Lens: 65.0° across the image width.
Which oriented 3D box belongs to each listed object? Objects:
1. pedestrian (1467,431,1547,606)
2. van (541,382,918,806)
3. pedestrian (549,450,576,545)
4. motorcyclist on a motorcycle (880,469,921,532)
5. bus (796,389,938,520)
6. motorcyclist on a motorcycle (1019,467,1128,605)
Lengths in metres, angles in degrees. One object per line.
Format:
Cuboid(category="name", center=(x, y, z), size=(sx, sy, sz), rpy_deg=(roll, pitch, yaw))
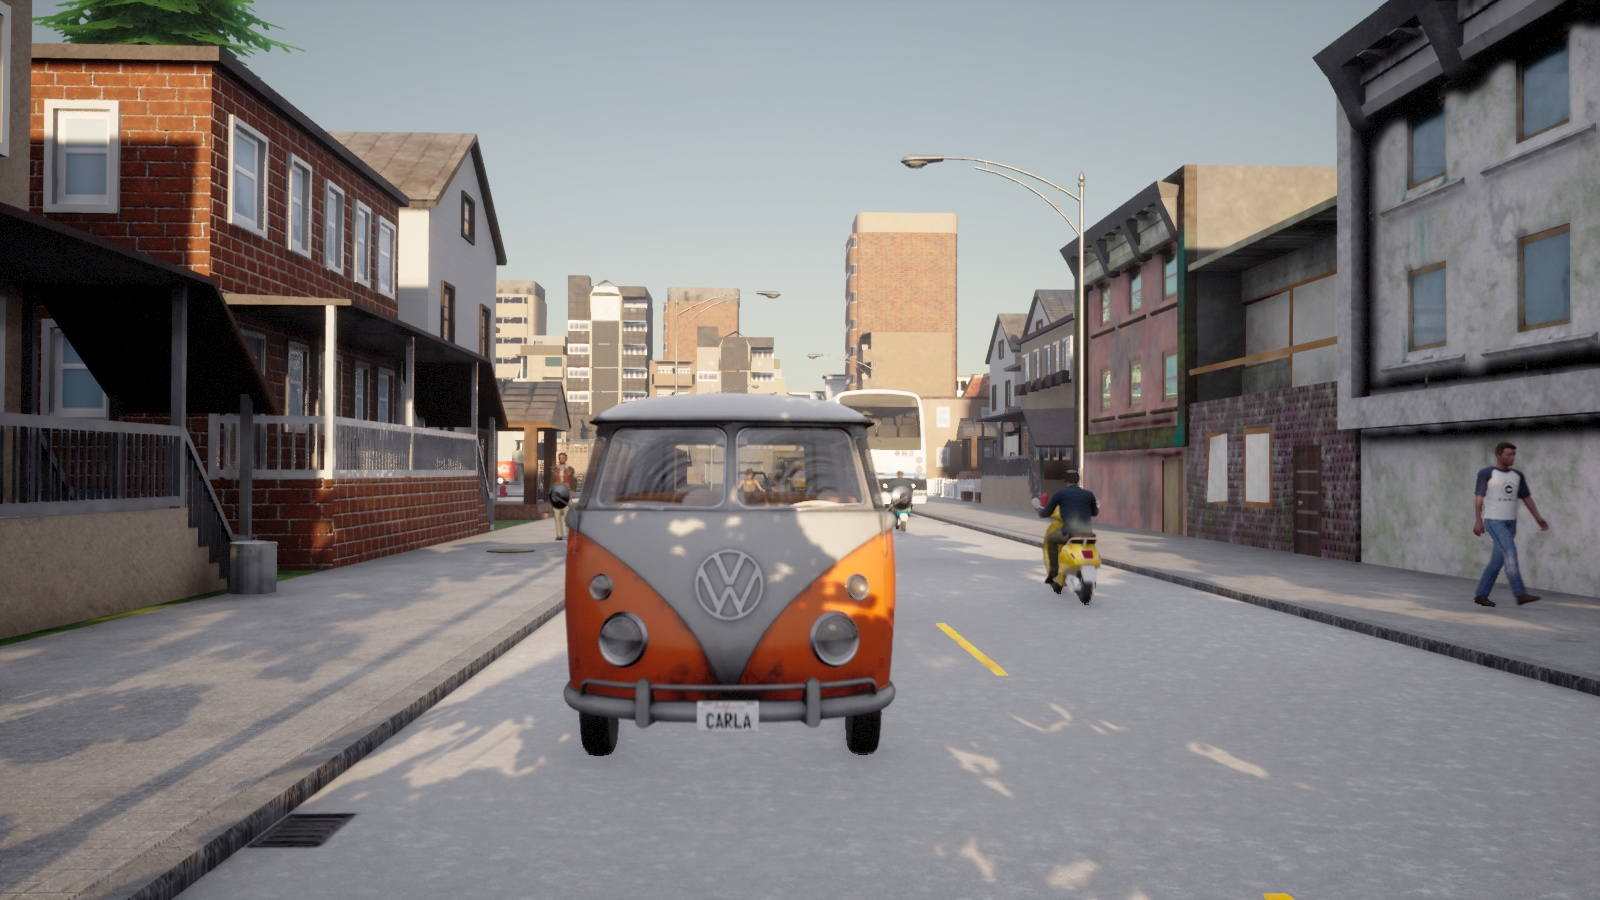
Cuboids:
Cuboid(category="pedestrian", center=(7.638, 0.721, 13.586), size=(0.354, 1.836, 0.706), rpy_deg=(0, -1, -13))
Cuboid(category="van", center=(-0.413, 0.705, 8.151), size=(1.775, 1.987, 4.442), rpy_deg=(0, -1, -2))
Cuboid(category="pedestrian", center=(-4.871, 0.976, 25.802), size=(0.402, 1.930, 0.666), rpy_deg=(0, -1, 3))
Cuboid(category="motorcyclist on a motorcycle", center=(2.647, 1.314, 33.229), size=(0.866, 1.590, 1.817), rpy_deg=(0, -1, -2))
Cuboid(category="bus", center=(2.173, 0.201, 46.090), size=(3.944, 4.253, 10.273), rpy_deg=(0, -1, -4))
Cuboid(category="motorcyclist on a motorcycle", center=(3.323, 1.014, 15.459), size=(0.866, 1.590, 1.817), rpy_deg=(0, -1, -2))
